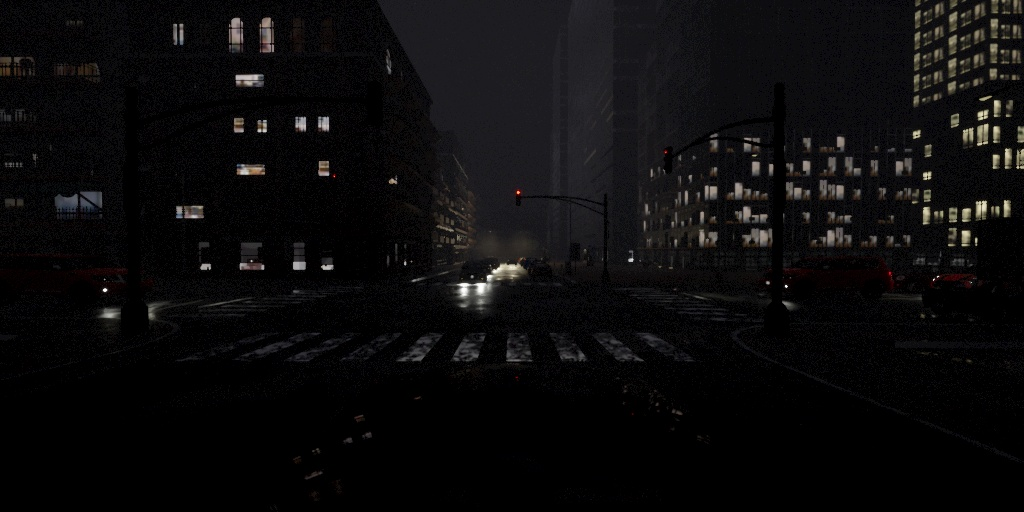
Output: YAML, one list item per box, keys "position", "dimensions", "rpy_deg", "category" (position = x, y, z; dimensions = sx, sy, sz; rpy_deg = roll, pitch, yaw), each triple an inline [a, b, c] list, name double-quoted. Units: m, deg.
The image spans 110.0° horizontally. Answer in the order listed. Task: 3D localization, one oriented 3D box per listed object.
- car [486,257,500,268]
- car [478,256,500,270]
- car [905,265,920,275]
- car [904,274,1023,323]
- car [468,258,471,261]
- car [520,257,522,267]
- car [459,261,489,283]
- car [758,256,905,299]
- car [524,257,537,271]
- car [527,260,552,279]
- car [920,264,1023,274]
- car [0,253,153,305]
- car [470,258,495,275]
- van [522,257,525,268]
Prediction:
- position: [-3.099, 1.037, 60.690]
  dimensions: [2.097, 1.767, 4.553]
  rpy_deg: [0, 0, 0]
  category: "car"
- position: [-3.118, 1.054, 50.433]
  dimensions: [2.097, 1.767, 4.553]
  rpy_deg: [0, 0, 0]
  category: "car"
- position: [23.361, 1.230, 20.722]
  dimensions: [4.097, 1.591, 1.967]
  rpy_deg: [0, 0, 1]
  category: "car"
- position: [16.708, 1.445, 12.171]
  dimensions: [4.403, 1.370, 2.007]
  rpy_deg: [0, 0, 1]
  category: "car"
- position: [-5.722, 1.270, 49.367]
  dimensions: [1.948, 1.339, 4.313]
  rpy_deg: [0, 0, 0]
  category: "car"
- position: [2.622, 1.240, 55.052]
  dimensions: [1.888, 1.381, 4.507]
  rpy_deg: [0, 0, 0]
  category: "car"
- position: [-2.944, 1.297, 27.368]
  dimensions: [1.994, 1.385, 4.181]
  rpy_deg: [0, 0, -4]
  category: "car"
- position: [15.703, 1.020, 18.088]
  dimensions: [5.566, 2.045, 2.150]
  rpy_deg: [0, 1, 1]
  category: "car"
- position: [2.633, 1.159, 38.114]
  dimensions: [1.967, 1.591, 4.097]
  rpy_deg: [0, 0, 0]
  category: "car"
- position: [2.637, 1.272, 32.468]
  dimensions: [1.888, 1.381, 4.507]
  rpy_deg: [0, 0, 0]
  category: "car"
- position: [24.095, 1.189, 17.978]
  dimensions: [4.553, 1.767, 2.097]
  rpy_deg: [0, 1, 1]
  category: "car"
- position: [-18.849, 0.911, 15.336]
  dimensions: [5.566, 2.045, 2.150]
  rpy_deg: [0, 1, 1]
  category: "car"
- position: [-3.124, 1.225, 38.491]
  dimensions: [1.837, 1.490, 4.892]
  rpy_deg: [0, 0, 0]
  category: "car"
- position: [2.626, 1.045, 49.406]
  dimensions: [1.690, 1.789, 3.998]
  rpy_deg: [0, 0, 0]
  category: "van"
